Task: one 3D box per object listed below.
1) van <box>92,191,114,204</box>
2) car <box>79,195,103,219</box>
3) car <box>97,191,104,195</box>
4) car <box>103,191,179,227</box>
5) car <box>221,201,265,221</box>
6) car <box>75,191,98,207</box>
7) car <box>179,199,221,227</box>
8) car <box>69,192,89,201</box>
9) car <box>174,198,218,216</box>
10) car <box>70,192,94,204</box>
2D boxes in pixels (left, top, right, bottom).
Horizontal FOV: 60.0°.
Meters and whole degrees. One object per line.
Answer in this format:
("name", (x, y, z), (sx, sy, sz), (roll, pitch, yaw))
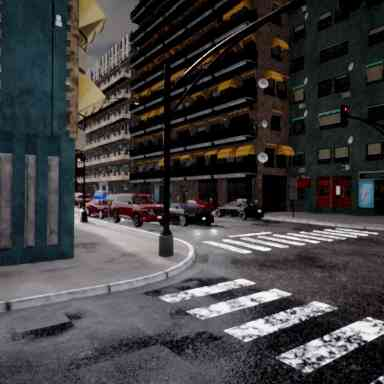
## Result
("van", (-12.769, 0.726, 47.734), (1.690, 1.788, 3.998), (2, 0, -36))
("car", (-6.524, 1.183, 24.801), (1.887, 1.381, 4.507), (2, 0, -36))
("car", (-6.054, 0.971, 28.557), (2.097, 1.767, 4.553), (1, 0, -36))
("car", (-3.252, 1.034, 20.288), (2.192, 1.841, 5.009), (2, 0, -36))
("car", (3.553, 1.353, 25.168), (1.947, 1.339, 4.313), (2, 0, -36))
("car", (-12.085, 0.948, 36.906), (1.882, 1.535, 5.008), (1, 0, -36))
("car", (-0.473, 1.321, 20.833), (1.994, 1.385, 4.181), (1, 0, -36))
("car", (-19.304, 0.769, 56.760), (1.887, 1.381, 4.507), (2, 0, -36))
("car", (0.287, 1.288, 29.681), (1.802, 1.307, 4.206), (2, 0, -36))
("car", (-15.652, 0.823, 47.192), (1.882, 1.535, 5.008), (1, 0, -36))
